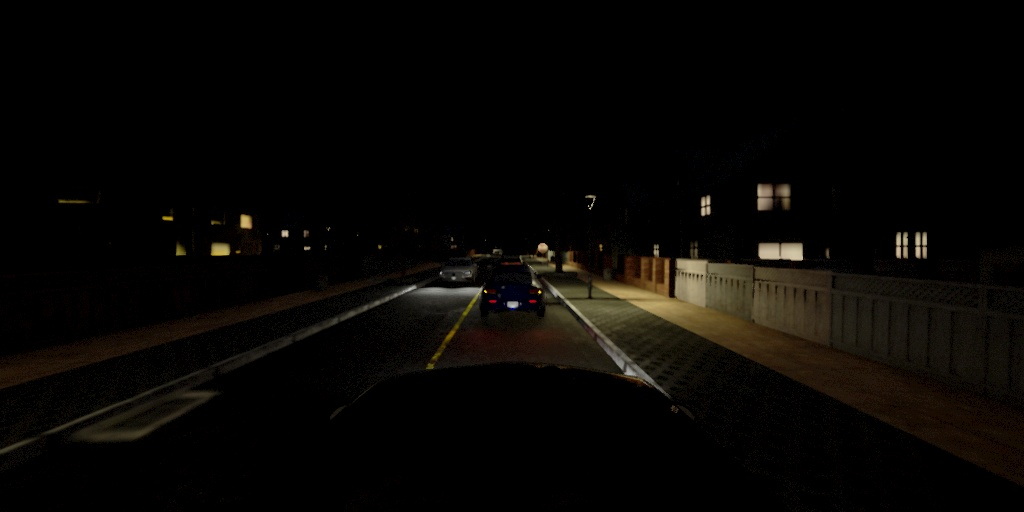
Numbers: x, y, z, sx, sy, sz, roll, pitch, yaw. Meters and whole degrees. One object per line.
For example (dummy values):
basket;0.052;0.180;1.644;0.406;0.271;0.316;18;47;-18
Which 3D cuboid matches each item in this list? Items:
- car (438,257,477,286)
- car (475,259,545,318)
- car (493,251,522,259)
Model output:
car;-2.932;0.781;20.273;1.812;1.442;4.674;0;2;0
car;0.019;1.012;11.505;1.812;1.442;4.674;0;2;0
car;-0.063;0.600;25.818;2.128;1.511;4.902;0;1;0
